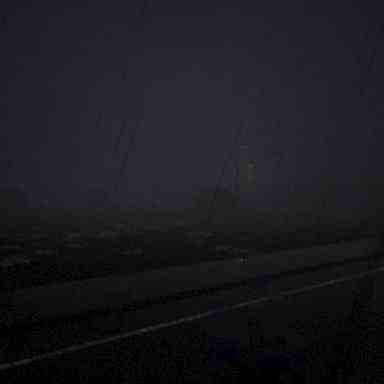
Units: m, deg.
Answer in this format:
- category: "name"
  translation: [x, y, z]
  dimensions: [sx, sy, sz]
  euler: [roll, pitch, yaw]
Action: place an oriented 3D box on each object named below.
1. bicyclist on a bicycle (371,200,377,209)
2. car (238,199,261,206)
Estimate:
- category: "bicyclist on a bicycle"
  translation: [23.372, 1.880, 42.696]
  dimensions: [1.656, 1.620, 0.582]
  euler: [0, 0, -35]
- category: "car"
  translation: [9.605, 1.944, 56.501]
  dimensions: [1.812, 1.442, 4.674]
  euler: [1, 0, -34]
